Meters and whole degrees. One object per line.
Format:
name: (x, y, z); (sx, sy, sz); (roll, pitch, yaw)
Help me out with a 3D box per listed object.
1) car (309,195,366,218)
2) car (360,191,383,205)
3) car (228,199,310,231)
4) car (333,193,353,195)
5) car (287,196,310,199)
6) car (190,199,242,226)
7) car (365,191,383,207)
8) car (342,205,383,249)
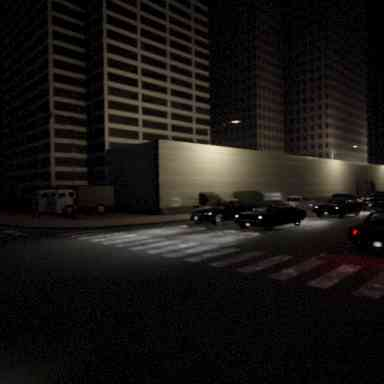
car: (10.934, 1.125, 24.775); (4.718, 1.301, 1.895); (-1, 1, -44)
car: (22.572, 0.677, 41.021); (4.892, 1.490, 1.837); (-1, 1, -44)
car: (4.377, 1.295, 18.367); (4.718, 1.301, 1.895); (-1, 1, -44)
car: (15.167, 0.869, 33.805); (4.892, 1.490, 1.837); (-1, 1, -44)
car: (8.604, 1.059, 27.372); (4.674, 1.442, 1.812); (-1, 1, -44)
car: (1.979, 1.196, 20.917); (4.902, 1.511, 2.128); (-2, 1, -44)
car: (17.509, 0.846, 31.199); (4.902, 1.511, 2.128); (-1, 1, -44)
car: (7.488, 1.312, 11.950); (4.718, 1.301, 1.895); (-1, 1, -42)
